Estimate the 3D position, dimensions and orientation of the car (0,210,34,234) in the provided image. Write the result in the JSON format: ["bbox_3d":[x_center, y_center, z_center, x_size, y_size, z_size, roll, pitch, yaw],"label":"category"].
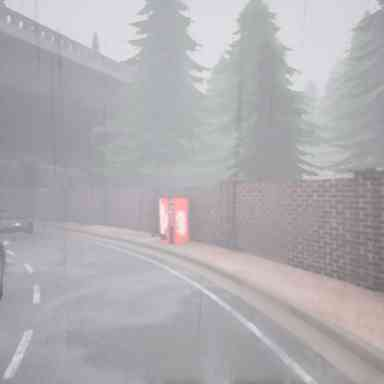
[{"bbox_3d":[-10.897,1.741,19.425,4.181,1.385,1.994,-1,0,44],"label":"car"}]

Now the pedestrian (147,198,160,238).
[{"bbox_3d":[-1.694,1.156,15.120,0.375,1.860,0.375,-1,0,-37],"label":"pedestrian"}]

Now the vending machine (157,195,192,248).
[{"bbox_3d":[-0.742,1.194,13.951,1.100,2.100,0.880,-1,0,-35],"label":"vending machine"}]

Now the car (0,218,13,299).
[{"bbox_3d":[-5.537,1.639,7.978,2.033,1.411,5.357,-1,0,-29],"label":"car"}]
